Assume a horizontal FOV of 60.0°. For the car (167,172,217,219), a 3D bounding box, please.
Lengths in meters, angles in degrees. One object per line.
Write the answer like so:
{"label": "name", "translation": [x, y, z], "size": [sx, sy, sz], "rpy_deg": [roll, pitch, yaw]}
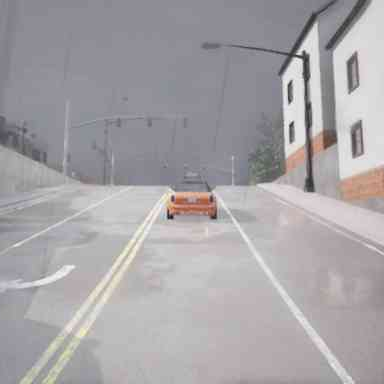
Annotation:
{"label": "car", "translation": [0.007, 0.117, 15.529], "size": [2.097, 1.767, 4.553], "rpy_deg": [1, 6, 0]}

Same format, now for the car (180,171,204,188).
{"label": "car", "translation": [0.003, -1.205, 31.183], "size": [2.033, 1.411, 5.357], "rpy_deg": [0, 3, 0]}
